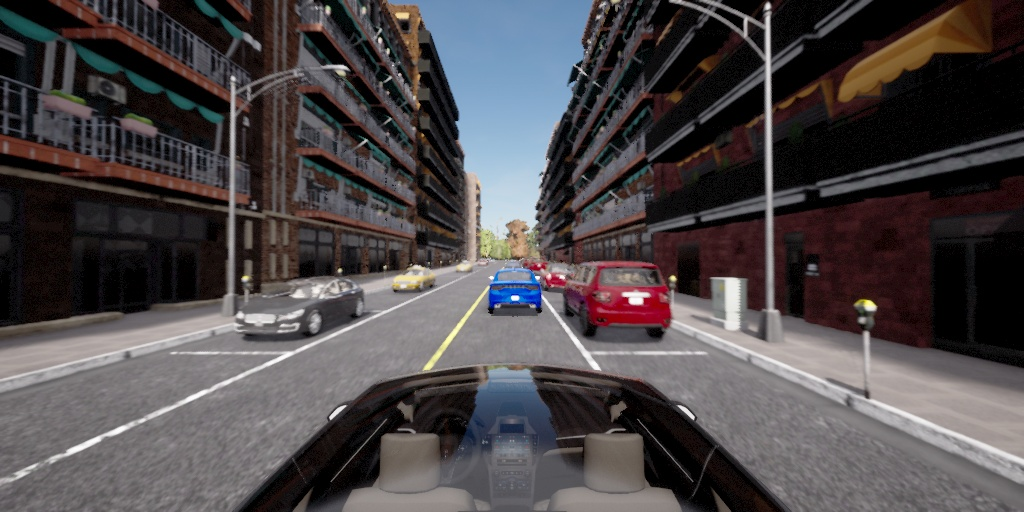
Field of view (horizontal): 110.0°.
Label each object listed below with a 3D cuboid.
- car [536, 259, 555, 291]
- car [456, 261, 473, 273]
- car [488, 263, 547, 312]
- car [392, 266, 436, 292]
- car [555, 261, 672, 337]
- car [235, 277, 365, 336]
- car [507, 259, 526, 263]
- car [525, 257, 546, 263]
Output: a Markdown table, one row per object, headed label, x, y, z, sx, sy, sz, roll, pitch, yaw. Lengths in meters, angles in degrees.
| label | x | y | z | sx | sy | sz | roll | pitch | yaw |
| --- | --- | --- | --- | --- | --- | --- | --- | --- | --- |
| car | 2.693 | 1.179 | 21.337 | 1.967 | 1.591 | 4.097 | 0 | 0 | 0 |
| car | -5.685 | 1.255 | 43.472 | 1.751 | 1.417 | 4.829 | 0 | 0 | 0 |
| car | 0.100 | 1.220 | 14.158 | 1.882 | 1.535 | 5.008 | 0 | 0 | 0 |
| car | -5.688 | 1.265 | 21.201 | 1.751 | 1.417 | 4.829 | 0 | 0 | 0 |
| car | 2.692 | 1.059 | 10.200 | 2.192 | 1.841 | 5.009 | 0 | 0 | 0 |
| car | -5.689 | 1.296 | 10.235 | 2.007 | 1.370 | 4.403 | 0 | 0 | 0 |
| car | 0.104 | 1.279 | 37.795 | 2.033 | 1.411 | 5.357 | 0 | 0 | 0 |
| car | 2.695 | 1.046 | 38.041 | 2.192 | 1.841 | 5.009 | 0 | 0 | 0 |
